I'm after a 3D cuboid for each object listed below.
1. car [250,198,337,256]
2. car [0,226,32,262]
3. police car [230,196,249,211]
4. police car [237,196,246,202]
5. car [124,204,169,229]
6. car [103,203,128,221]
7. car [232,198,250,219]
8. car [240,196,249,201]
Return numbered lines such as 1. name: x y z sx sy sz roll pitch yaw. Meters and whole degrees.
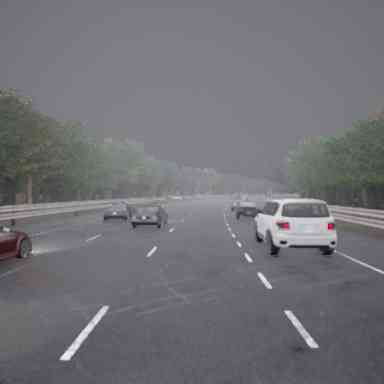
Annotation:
1. car: 3.890 1.254 13.410 2.150 2.045 5.566 0 0 2
2. car: -6.707 1.577 10.131 1.994 1.385 4.181 0 0 2
3. police car: 5.740 1.593 41.311 2.038 1.542 4.974 0 0 6
4. police car: 12.492 1.706 83.454 2.038 1.542 4.974 0 0 12
5. car: -2.715 1.590 22.267 2.033 1.411 5.357 0 0 3
6. car: -5.858 1.615 27.684 1.994 1.385 4.181 0 0 4
7. car: 4.792 1.541 29.352 1.882 1.535 5.008 0 0 5
8. car: 14.876 1.781 93.859 2.033 1.411 5.357 0 0 14
